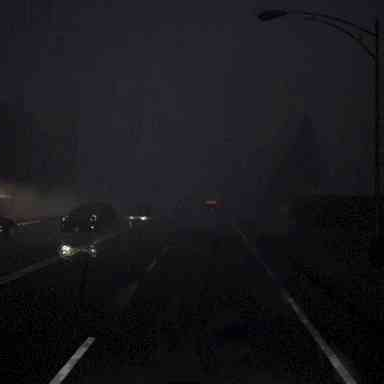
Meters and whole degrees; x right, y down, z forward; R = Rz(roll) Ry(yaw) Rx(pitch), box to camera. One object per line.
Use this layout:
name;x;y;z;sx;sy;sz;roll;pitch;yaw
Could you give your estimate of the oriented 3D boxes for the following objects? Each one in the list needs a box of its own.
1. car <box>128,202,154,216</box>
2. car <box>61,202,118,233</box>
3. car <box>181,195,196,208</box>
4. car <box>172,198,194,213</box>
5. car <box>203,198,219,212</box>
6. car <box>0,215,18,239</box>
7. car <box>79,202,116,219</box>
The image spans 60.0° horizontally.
car;-5.166;1.685;33.929;1.994;1.385;4.181;0;0;4
car;-6.004;1.422;19.950;2.097;1.767;4.553;0;0;4
car;-0.635;1.400;49.785;2.150;2.045;5.566;0;0;4
car;-1.192;1.707;39.831;1.994;1.385;4.181;0;0;3
car;2.375;1.748;40.783;1.895;1.301;4.718;0;0;4
car;-9.821;1.617;14.995;1.994;1.385;4.181;0;0;4
car;-8.836;1.713;31.522;1.895;1.301;4.718;0;0;4
